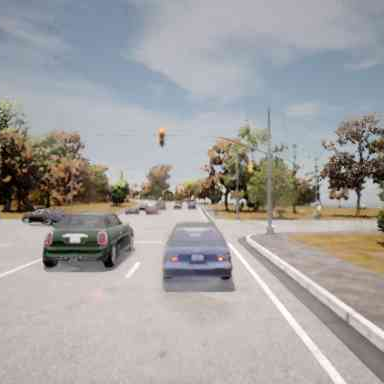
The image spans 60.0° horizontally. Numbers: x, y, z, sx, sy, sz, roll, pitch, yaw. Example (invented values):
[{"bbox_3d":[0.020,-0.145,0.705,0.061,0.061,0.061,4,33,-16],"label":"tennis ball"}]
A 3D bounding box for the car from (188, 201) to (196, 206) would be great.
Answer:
[{"bbox_3d":[-0.101,3.096,89.299,1.994,1.385,4.181,0,0,-3],"label":"car"}]

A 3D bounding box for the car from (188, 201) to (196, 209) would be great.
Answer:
[{"bbox_3d":[-0.005,3.282,79.117,1.812,1.442,4.674,0,0,0],"label":"car"}]

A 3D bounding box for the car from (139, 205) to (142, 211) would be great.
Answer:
[{"bbox_3d":[-10.550,3.325,58.485,1.994,1.385,4.181,0,-1,1],"label":"car"}]

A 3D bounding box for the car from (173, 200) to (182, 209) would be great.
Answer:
[{"bbox_3d":[-3.506,3.354,79.182,1.895,1.301,4.718,0,0,0],"label":"car"}]

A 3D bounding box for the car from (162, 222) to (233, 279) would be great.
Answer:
[{"bbox_3d":[0.091,1.621,10.235,2.033,1.411,5.357,0,-1,-1],"label":"car"}]

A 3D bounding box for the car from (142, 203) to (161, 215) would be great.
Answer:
[{"bbox_3d":[-7.052,3.240,58.547,1.882,1.535,5.008,0,-1,1],"label":"car"}]

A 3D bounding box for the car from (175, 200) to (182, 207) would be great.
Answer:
[{"bbox_3d":[-3.600,3.040,89.214,1.837,1.490,4.892,0,0,-3],"label":"car"}]

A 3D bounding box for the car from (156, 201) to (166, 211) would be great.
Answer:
[{"bbox_3d":[-7.005,3.022,74.051,2.150,2.045,5.566,0,0,0],"label":"car"}]

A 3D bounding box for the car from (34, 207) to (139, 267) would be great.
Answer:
[{"bbox_3d":[-3.416,1.459,11.857,2.097,1.767,4.553,0,-1,0],"label":"car"}]

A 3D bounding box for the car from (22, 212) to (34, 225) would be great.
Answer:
[{"bbox_3d":[-13.477,2.293,30.673,4.902,1.511,2.128,-1,-3,27],"label":"car"}]
